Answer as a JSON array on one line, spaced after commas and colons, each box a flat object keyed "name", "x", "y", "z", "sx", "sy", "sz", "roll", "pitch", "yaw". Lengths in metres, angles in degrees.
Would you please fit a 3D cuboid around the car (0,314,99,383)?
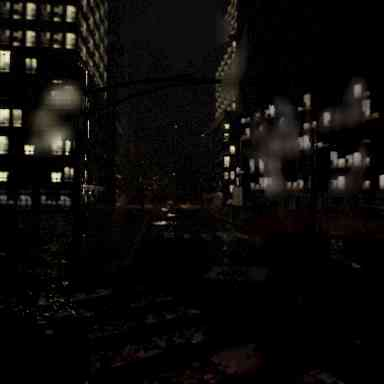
[{"name": "car", "x": -2.895, "y": 1.524, "z": 1.510, "sx": 4.892, "sy": 1.490, "sz": 1.837, "roll": 1, "pitch": -1, "yaw": -35}]
